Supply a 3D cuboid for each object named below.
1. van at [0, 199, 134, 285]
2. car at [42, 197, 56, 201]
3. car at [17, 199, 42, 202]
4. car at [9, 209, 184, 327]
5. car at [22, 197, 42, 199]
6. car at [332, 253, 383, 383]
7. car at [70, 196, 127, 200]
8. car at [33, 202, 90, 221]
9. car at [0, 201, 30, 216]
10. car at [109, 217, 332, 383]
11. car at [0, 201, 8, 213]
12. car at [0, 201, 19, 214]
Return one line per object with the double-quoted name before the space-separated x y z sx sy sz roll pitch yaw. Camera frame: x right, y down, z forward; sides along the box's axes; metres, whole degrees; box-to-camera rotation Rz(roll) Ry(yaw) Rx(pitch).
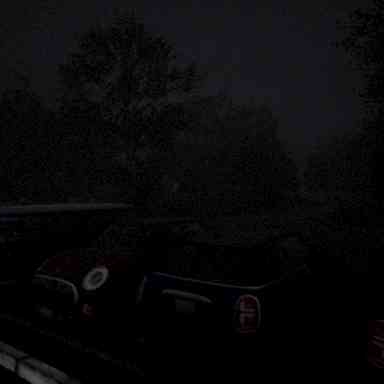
"van" -3.485 1.316 8.841 1.878 1.987 4.442 -1 0 35
"car" -9.771 1.435 29.441 2.435 2.045 5.566 -1 0 35
"car" -14.298 1.739 32.680 2.097 1.535 5.008 -1 0 35
"car" -1.113 1.393 7.340 2.185 1.767 4.553 -1 0 35
"car" -16.586 1.516 34.275 2.435 2.045 5.566 -1 0 35
"car" 3.425 1.346 4.046 2.185 1.767 4.553 -1 0 35
"car" -7.599 1.413 27.902 2.435 2.045 5.566 -1 0 35
"car" -12.125 1.753 31.143 2.002 1.452 4.674 -1 0 35
"car" -21.126 1.859 37.493 2.163 1.488 4.792 -1 0 35
"car" 1.138 1.369 5.668 2.185 1.767 4.553 -1 0 35
"car" -25.761 1.891 40.588 1.946 1.575 5.366 -1 0 35
"car" -23.384 1.862 39.123 2.097 1.535 5.008 -1 0 35
